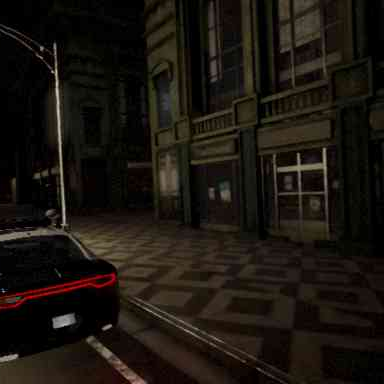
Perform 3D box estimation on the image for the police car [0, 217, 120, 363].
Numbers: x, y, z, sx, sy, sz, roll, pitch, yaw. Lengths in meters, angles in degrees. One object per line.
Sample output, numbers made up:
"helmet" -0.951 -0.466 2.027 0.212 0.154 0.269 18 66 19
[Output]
"police car" -3.145 1.309 5.978 1.930 1.638 5.238 -3 2 -39
